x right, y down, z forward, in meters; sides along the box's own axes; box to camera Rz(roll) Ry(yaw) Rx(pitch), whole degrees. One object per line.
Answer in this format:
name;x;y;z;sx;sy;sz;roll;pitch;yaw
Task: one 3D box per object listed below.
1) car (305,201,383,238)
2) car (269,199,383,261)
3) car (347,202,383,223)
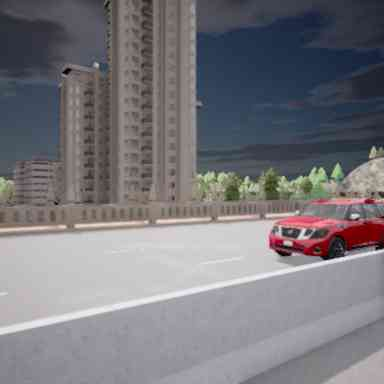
car;8.692;1.440;18.822;4.553;1.767;2.097;0;0;-36
car;5.262;1.273;12.038;5.566;2.045;2.150;0;0;-35
car;15.339;1.646;28.139;4.902;1.511;2.128;1;0;-39
